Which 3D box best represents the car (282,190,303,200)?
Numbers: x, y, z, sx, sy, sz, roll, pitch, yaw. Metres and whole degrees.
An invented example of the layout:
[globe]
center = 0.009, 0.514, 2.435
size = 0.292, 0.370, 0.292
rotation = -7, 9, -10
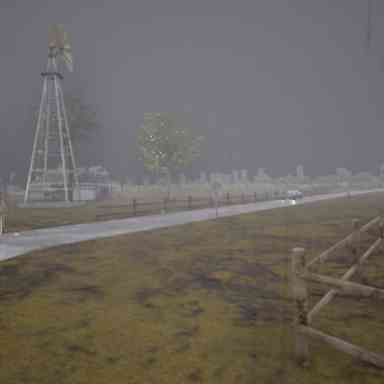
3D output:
[car]
center = 14.911, 0.447, 49.236
size = 1.812, 1.442, 4.674
rotation = -2, 0, 35
